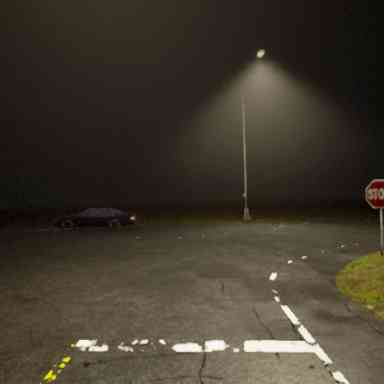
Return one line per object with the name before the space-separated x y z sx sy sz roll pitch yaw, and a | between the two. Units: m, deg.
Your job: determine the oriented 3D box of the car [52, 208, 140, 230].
car | -6.190 1.734 21.818 5.357 1.411 2.033 -1 -2 0
